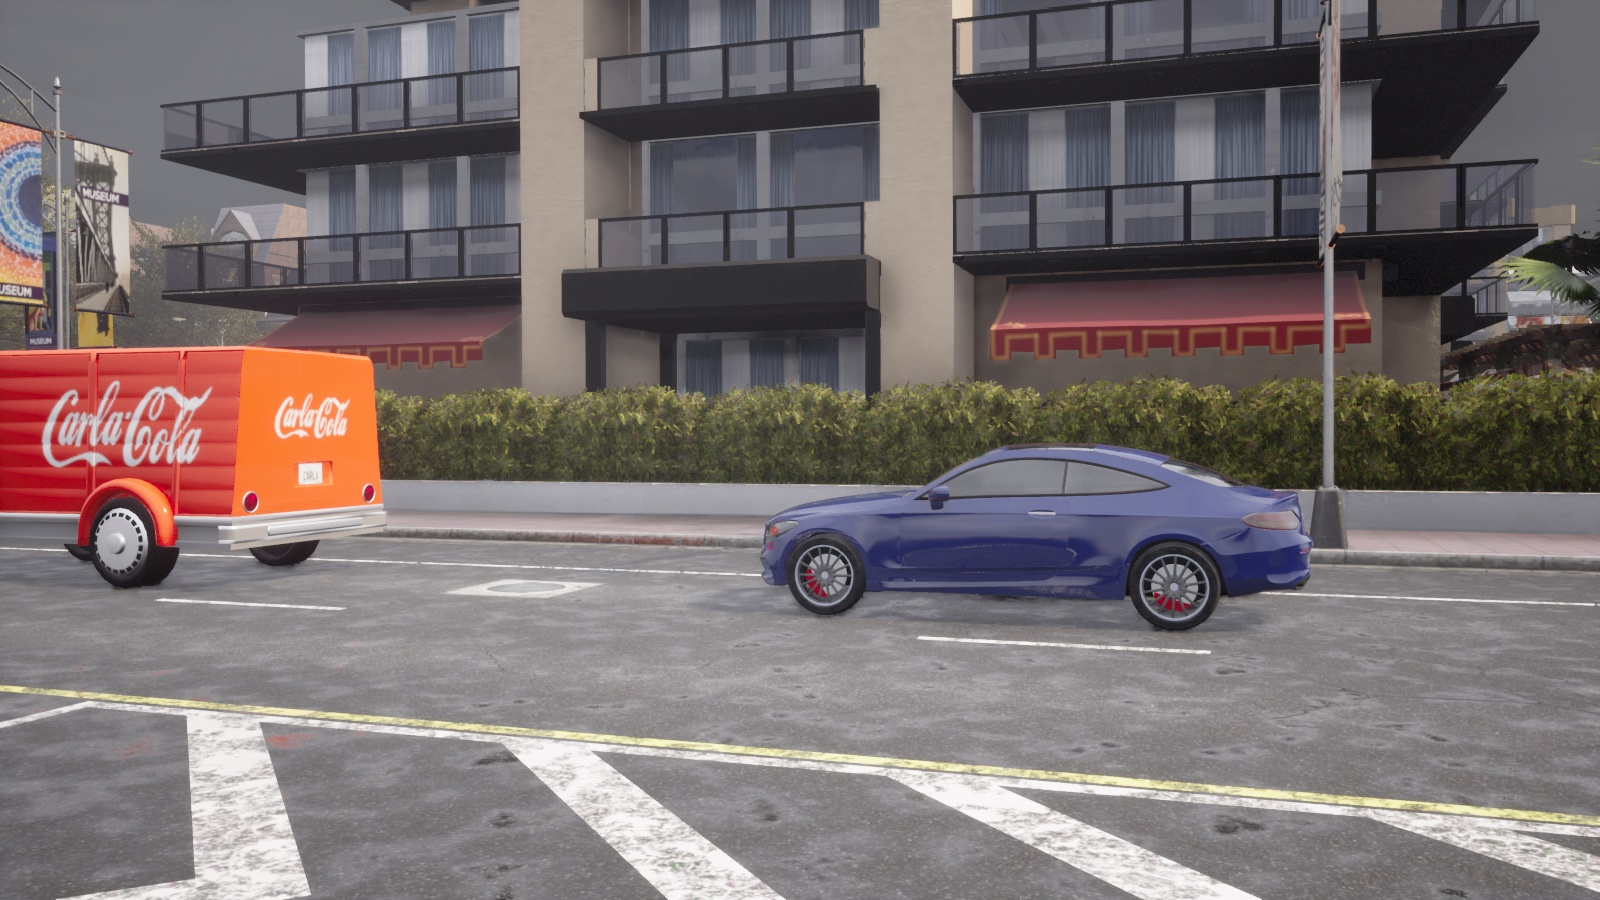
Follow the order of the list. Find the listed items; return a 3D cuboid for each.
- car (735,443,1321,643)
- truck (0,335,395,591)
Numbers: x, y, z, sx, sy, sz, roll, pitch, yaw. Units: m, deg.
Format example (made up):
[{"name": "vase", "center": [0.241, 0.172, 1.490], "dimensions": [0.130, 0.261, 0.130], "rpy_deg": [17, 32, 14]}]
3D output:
[{"name": "car", "center": [1.945, 0.684, 10.949], "dimensions": [4.674, 1.442, 1.812], "rpy_deg": [1, 1, 18]}, {"name": "truck", "center": [-7.581, 0.085, 14.149], "dimensions": [5.204, 2.467, 2.627], "rpy_deg": [1, 1, 19]}]
